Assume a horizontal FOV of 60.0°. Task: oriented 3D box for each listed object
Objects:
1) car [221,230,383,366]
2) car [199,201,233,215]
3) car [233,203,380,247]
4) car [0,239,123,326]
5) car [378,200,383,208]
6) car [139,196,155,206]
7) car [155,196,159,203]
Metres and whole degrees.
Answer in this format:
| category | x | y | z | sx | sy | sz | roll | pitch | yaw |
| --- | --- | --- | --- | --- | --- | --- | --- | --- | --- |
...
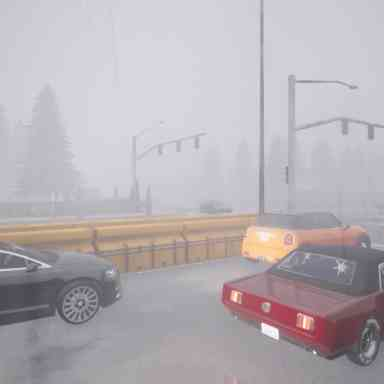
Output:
| category | x | y | z | sx | sy | sz | roll | pitch | yaw |
| --- | --- | --- | --- | --- | --- | --- | --- | --- | --- |
| car | 2.868 | 1.601 | 5.800 | 4.718 | 1.301 | 1.895 | 0 | 0 | -36 |
| car | 2.274 | 1.548 | 32.760 | 2.033 | 1.411 | 5.357 | 0 | 0 | -17 |
| car | 3.815 | 1.352 | 10.781 | 4.553 | 1.767 | 2.097 | 0 | 0 | -36 |
| car | -3.597 | 1.492 | 5.472 | 4.902 | 1.511 | 2.128 | 0 | 0 | -36 |
| car | 26.667 | 1.547 | 44.579 | 5.357 | 1.411 | 2.033 | 0 | 0 | -36 |
| car | -7.847 | 1.477 | 48.855 | 1.882 | 1.535 | 5.008 | 0 | 0 | -35 |
| car | -8.038 | 1.514 | 70.183 | 2.033 | 1.411 | 5.357 | 0 | 0 | -2 |
